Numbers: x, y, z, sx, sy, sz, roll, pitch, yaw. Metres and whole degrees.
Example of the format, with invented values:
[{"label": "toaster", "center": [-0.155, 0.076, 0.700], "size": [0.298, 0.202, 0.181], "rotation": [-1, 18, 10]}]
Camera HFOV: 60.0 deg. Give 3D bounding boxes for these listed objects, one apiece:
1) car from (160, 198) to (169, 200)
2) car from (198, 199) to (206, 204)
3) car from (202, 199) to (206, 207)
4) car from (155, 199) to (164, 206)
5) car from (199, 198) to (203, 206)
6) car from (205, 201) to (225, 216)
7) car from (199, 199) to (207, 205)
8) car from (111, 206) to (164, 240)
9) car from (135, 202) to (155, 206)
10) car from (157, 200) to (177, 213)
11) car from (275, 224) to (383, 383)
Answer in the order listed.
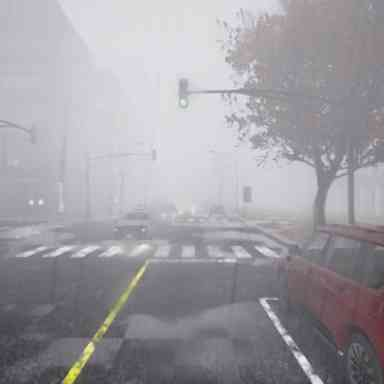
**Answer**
[{"label": "car", "center": [-5.635, 2.111, 59.337], "size": [1.967, 1.590, 4.097], "rotation": [0, -1, 0]}, {"label": "car", "center": [2.775, 2.627, 92.521], "size": [2.008, 1.369, 4.403], "rotation": [0, -1, 0]}, {"label": "car", "center": [2.735, 2.067, 48.433], "size": [1.752, 1.417, 4.829], "rotation": [0, -1, 0]}, {"label": "car", "center": [-5.646, 2.090, 48.271], "size": [2.008, 1.369, 4.403], "rotation": [0, -1, 0]}, {"label": "car", "center": [2.750, 2.319, 64.859], "size": [1.802, 1.307, 4.206], "rotation": [0, -1, 0]}, {"label": "car", "center": [2.725, 1.955, 37.198], "size": [1.887, 1.381, 4.507], "rotation": [0, -1, 0]}, {"label": "car", "center": [2.770, 2.551, 86.989], "size": [1.887, 1.381, 4.507], "rotation": [0, -1, 0]}, {"label": "car", "center": [-2.984, 1.750, 18.463], "size": [2.033, 1.411, 5.357], "rotation": [0, -1, 0]}, {"label": "car", "center": [-5.655, 1.962, 37.206], "size": [2.008, 1.369, 4.403], "rotation": [0, -1, 0]}, {"label": "car", "center": [-2.961, 2.046, 43.082], "size": [1.994, 1.385, 4.181], "rotation": [0, -1, 0]}, {"label": "car", "center": [2.696, 1.368, 4.815], "size": [2.192, 1.841, 5.009], "rotation": [0, -1, 0]}]
